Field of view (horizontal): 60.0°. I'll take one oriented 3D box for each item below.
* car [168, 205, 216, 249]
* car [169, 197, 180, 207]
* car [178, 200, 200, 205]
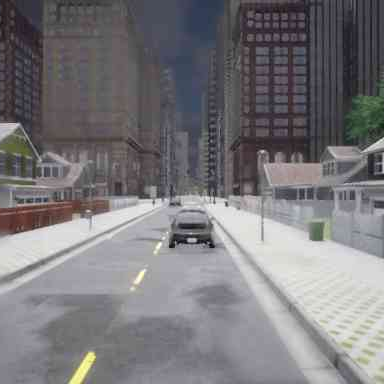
[{"bbox_3d":[0.000,1.523,14.622,1.837,1.490,4.892,0,0,0],"label":"car"},{"bbox_3d":[-2.750,1.618,54.652,1.882,1.535,5.008,0,0,0],"label":"car"},{"bbox_3d":[0.000,1.568,29.623,1.812,1.442,4.674,0,0,0],"label":"car"}]
